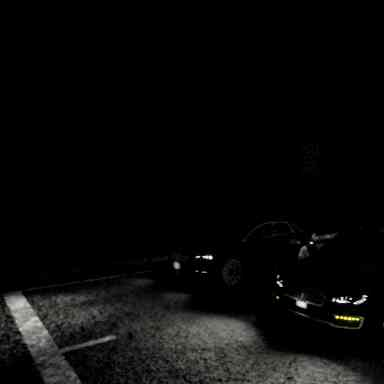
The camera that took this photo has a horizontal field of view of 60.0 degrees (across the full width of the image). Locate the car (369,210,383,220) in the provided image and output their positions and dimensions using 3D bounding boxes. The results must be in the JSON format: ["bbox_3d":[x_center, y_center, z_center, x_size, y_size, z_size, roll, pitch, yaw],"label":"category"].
[{"bbox_3d":[9.326,1.479,14.922,5.008,1.535,1.882,0,0,-36],"label":"car"}]

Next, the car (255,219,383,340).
[{"bbox_3d":[3.693,1.506,6.617,4.892,1.490,1.837,0,0,-35],"label":"car"}]

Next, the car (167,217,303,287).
[{"bbox_3d":[1.593,1.492,9.429,4.902,1.511,2.128,0,0,-37],"label":"car"}]
